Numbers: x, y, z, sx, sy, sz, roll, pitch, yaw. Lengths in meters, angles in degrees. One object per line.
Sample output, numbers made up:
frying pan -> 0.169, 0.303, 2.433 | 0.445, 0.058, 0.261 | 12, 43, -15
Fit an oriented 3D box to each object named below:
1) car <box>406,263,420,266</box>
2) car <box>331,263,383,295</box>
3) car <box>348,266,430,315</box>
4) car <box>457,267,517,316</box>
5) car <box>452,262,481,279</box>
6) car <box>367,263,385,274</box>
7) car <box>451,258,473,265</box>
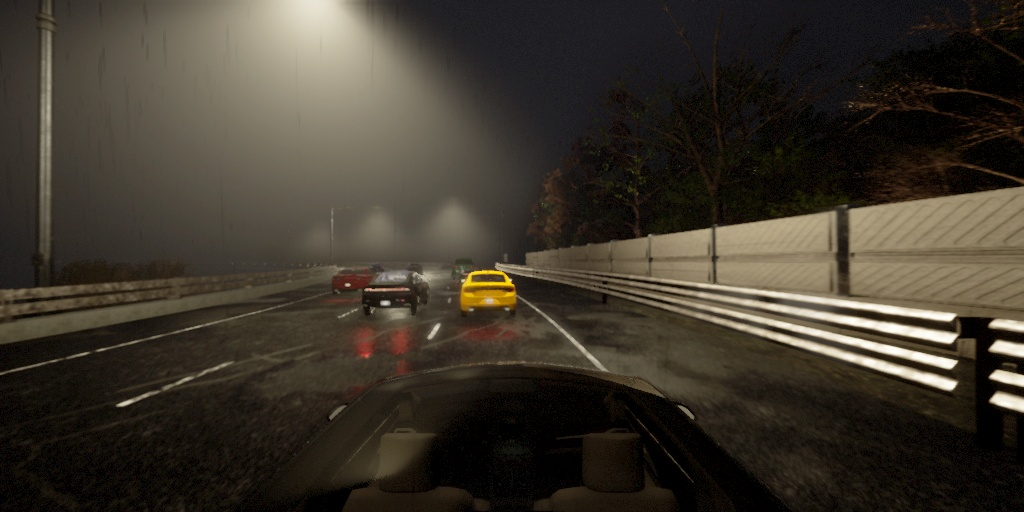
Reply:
car -> -11.590, 1.563, 41.822 | 1.837, 1.490, 4.892 | 0, -1, -22
car -> -9.075, 1.383, 21.187 | 1.882, 1.535, 5.008 | 0, 0, -11
car -> -4.399, 1.338, 14.101 | 2.128, 1.511, 4.902 | 0, 0, -6
car -> -0.956, 1.317, 13.865 | 1.882, 1.535, 5.008 | 0, -1, -6
car -> -2.922, 1.419, 25.615 | 2.128, 1.511, 4.902 | 0, 0, -11
car -> -18.518, 1.645, 48.615 | 1.812, 1.442, 4.674 | 0, 0, -26
car -> -4.997, 1.233, 36.713 | 2.150, 2.045, 5.566 | 0, 0, -10
